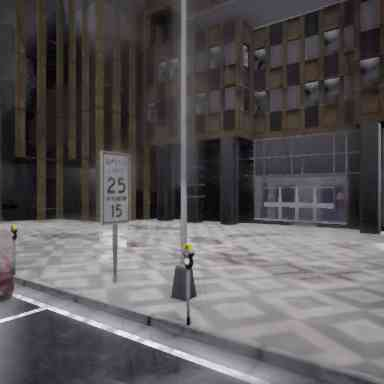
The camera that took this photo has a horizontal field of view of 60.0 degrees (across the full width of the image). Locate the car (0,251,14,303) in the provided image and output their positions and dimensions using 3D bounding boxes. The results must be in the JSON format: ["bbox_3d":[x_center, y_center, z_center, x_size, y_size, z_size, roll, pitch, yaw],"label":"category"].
[{"bbox_3d":[-5.532,1.440,6.909,4.097,1.590,1.967,0,0,36],"label":"car"}]
